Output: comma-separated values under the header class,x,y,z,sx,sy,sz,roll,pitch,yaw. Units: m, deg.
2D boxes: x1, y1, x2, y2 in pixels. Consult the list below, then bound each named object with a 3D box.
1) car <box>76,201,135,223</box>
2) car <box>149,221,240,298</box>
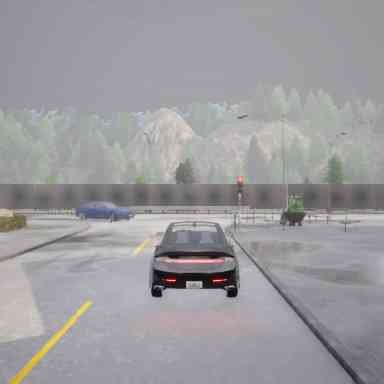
class,x,y,z,sx,sy,sz,roll,pitch,yaw
car,-6.694,1.478,25.677,5.008,1.535,1.882,0,-2,29
car,0.064,1.491,8.533,2.128,1.511,4.902,0,0,1
